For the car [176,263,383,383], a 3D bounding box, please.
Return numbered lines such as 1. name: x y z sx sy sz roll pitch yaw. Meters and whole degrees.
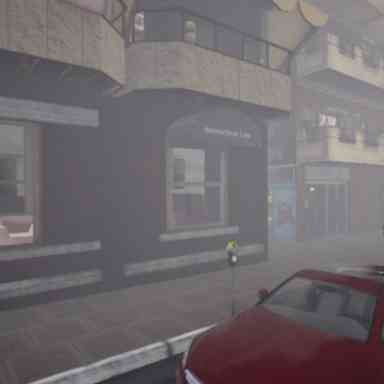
1. car: 1.787 1.583 3.911 4.206 1.307 1.802 0 -1 -37
